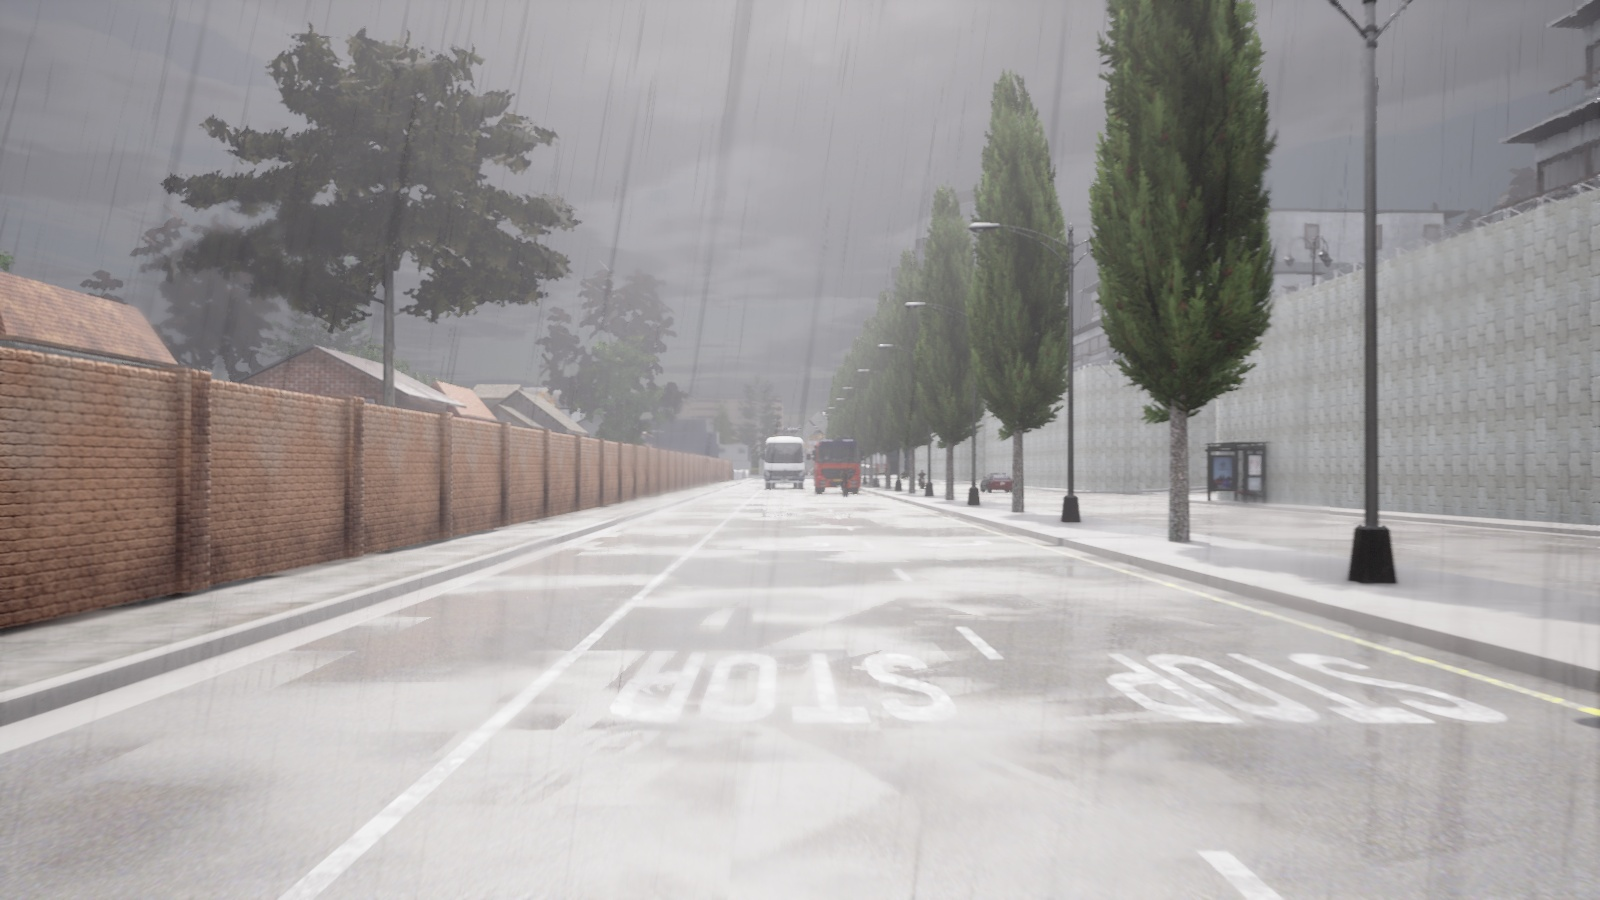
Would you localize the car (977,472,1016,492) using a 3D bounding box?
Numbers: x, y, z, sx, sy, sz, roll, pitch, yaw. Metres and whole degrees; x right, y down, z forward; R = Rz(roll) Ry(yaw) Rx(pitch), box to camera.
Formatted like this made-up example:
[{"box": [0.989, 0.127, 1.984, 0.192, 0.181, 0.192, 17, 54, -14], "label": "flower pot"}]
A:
[{"box": [13.817, 2.223, 88.550, 1.994, 1.385, 4.181, 0, -1, -1], "label": "car"}]

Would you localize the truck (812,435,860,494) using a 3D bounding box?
[{"box": [2.353, 1.000, 85.377, 2.891, 3.827, 8.468, 0, -1, -1], "label": "truck"}]
